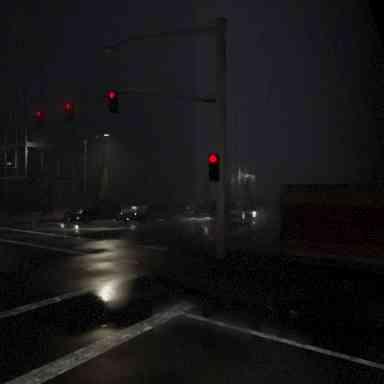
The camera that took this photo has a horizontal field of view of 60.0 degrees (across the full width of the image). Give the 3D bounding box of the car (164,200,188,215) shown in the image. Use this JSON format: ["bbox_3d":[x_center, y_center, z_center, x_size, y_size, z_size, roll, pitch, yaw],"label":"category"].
[{"bbox_3d":[-2.315,1.560,33.383,1.837,1.490,4.892,0,0,36],"label":"car"}]

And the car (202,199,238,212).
[{"bbox_3d":[3.642,1.603,41.701,2.033,1.411,5.357,0,0,35],"label":"car"}]

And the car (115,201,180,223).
[{"bbox_3d":[-3.369,1.656,25.901,1.895,1.301,4.718,0,0,36],"label":"car"}]

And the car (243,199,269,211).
[{"bbox_3d":[8.120,1.581,41.921,1.812,1.442,4.674,0,0,36],"label":"car"}]

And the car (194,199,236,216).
[{"bbox_3d":[2.148,1.533,33.603,1.882,1.535,5.008,0,0,35],"label":"car"}]

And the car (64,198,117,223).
[{"bbox_3d":[-7.634,1.407,25.952,2.097,1.767,4.553,0,0,36],"label":"car"}]
